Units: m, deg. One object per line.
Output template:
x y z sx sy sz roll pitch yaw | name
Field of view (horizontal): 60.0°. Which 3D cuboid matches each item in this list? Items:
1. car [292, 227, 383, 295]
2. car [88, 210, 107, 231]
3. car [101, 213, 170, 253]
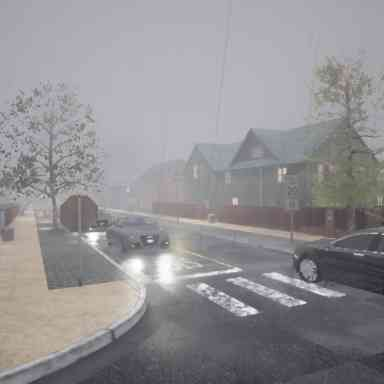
4.391 1.545 7.480 1.837 1.490 4.892 -1 0 -26 | car
-6.905 1.988 24.068 1.994 1.385 4.181 -1 -1 -26 | car
-2.551 1.814 15.049 1.994 1.385 4.181 -1 -1 -27 | car
